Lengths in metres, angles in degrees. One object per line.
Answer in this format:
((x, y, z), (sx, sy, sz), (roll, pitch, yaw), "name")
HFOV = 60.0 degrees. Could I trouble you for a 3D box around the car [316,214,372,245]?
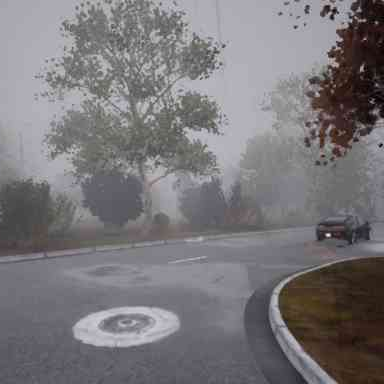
((8.699, 2.055, 18.917), (1.837, 1.490, 4.892), (-2, -3, 43), "car")
